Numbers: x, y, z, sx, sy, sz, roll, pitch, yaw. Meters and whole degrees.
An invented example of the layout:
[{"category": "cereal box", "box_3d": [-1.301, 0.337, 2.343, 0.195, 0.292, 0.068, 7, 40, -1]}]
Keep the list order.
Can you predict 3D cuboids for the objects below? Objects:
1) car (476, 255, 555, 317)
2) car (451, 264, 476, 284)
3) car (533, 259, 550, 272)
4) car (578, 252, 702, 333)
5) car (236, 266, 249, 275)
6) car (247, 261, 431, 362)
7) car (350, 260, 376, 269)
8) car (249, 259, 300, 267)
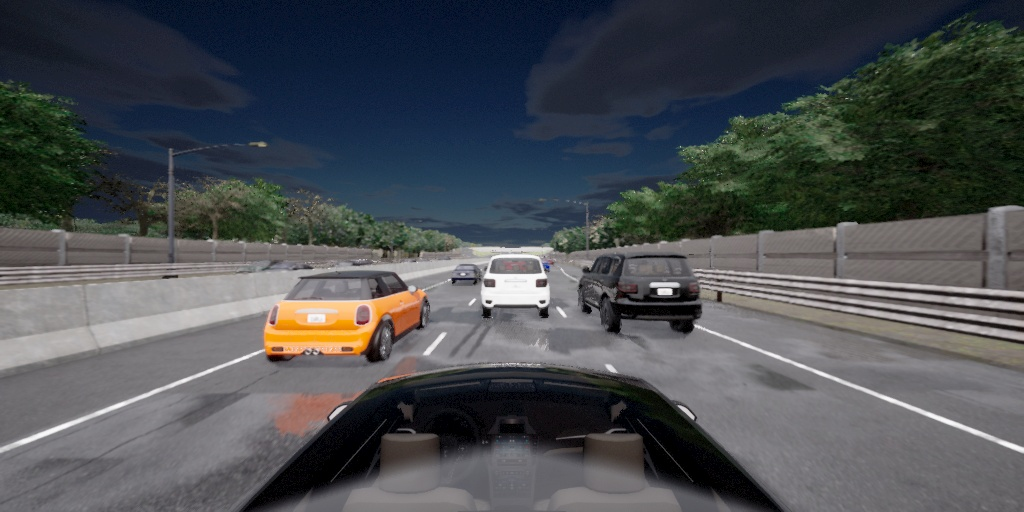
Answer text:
[{"category": "car", "box_3d": [0.115, 0.973, 13.268, 2.150, 2.045, 5.566, 0, 0, 0]}, {"category": "car", "box_3d": [-3.334, 1.301, 27.049, 2.033, 1.411, 5.357, 0, 0, 0]}, {"category": "car", "box_3d": [3.690, 1.203, 45.573, 1.882, 1.535, 5.008, 0, 0, 1]}, {"category": "car", "box_3d": [3.506, 0.911, 10.878, 2.150, 2.045, 5.566, 0, 0, 0]}, {"category": "car", "box_3d": [-21.007, 1.104, 30.535, 2.097, 1.767, 4.553, 0, 0, 0]}, {"category": "car", "box_3d": [-3.393, 1.102, 8.353, 2.097, 1.767, 4.553, 0, 0, 0]}, {"category": "car", "box_3d": [-23.543, 1.313, 56.783, 2.033, 1.411, 5.357, 0, 0, -2]}, {"category": "car", "box_3d": [-17.523, 1.243, 28.050, 2.128, 1.511, 4.902, 0, 0, 0]}]
